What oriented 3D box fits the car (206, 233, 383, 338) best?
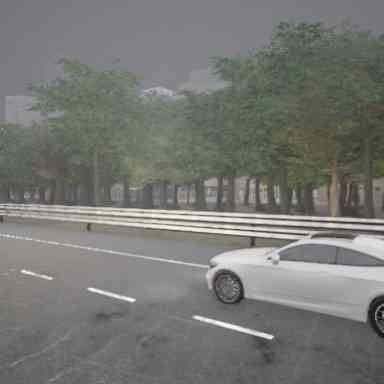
[{"bbox_3d":[2.476,1.528,6.405,4.674,1.442,1.812,0,0,36],"label":"car"}]
